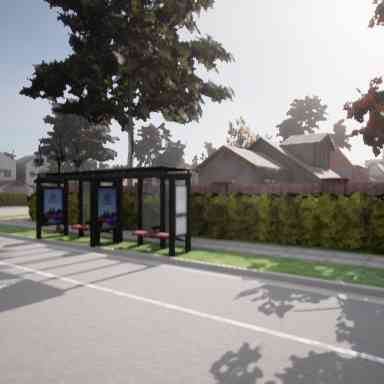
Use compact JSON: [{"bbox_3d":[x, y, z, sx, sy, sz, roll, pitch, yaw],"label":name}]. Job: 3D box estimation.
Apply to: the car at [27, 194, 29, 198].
[{"bbox_3d":[-28.564,1.126,56.701,3.806,1.475,1.970,0,0,36],"label":"car"}]
